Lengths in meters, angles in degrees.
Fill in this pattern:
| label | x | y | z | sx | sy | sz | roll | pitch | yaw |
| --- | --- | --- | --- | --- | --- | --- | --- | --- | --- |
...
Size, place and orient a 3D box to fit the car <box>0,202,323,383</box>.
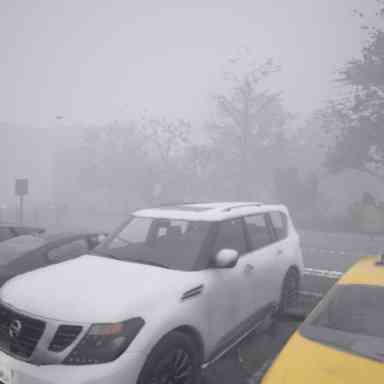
| label | x | y | z | sx | sy | sz | roll | pitch | yaw |
| --- | --- | --- | --- | --- | --- | --- | --- | --- | --- |
| car | -0.029 | 1.222 | 5.132 | 2.435 | 2.045 | 5.566 | 0 | 0 | 35 |
